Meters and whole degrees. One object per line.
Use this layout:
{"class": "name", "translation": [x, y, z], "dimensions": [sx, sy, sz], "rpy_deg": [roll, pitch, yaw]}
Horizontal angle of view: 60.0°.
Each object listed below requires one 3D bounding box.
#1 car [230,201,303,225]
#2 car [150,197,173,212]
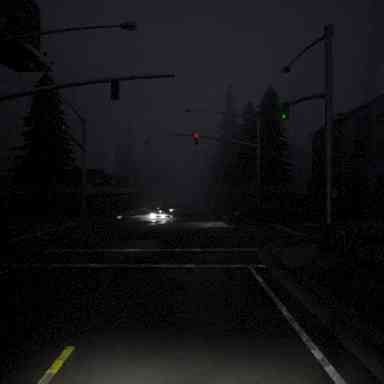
{"class": "car", "translation": [4.794, 1.339, 21.613], "dimensions": [4.674, 1.442, 1.812], "rpy_deg": [0, 0, -2]}
{"class": "car", "translation": [-3.627, 1.491, 38.102], "dimensions": [2.128, 1.511, 4.902], "rpy_deg": [0, 0, 0]}
